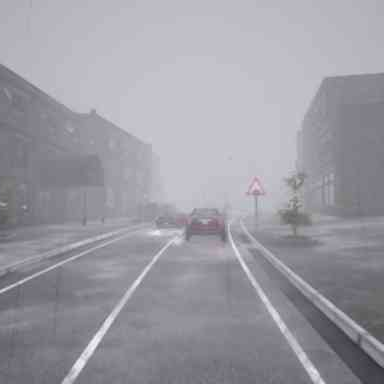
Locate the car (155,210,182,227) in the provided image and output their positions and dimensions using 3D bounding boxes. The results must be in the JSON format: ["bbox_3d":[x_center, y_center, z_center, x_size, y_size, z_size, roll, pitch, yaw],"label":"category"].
[{"bbox_3d":[-1.639,2.124,26.769,1.895,1.301,4.718,0,-3,7],"label":"car"}]

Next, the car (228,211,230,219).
[{"bbox_3d":[3.143,2.428,37.440,2.033,1.411,5.357,-1,-2,10],"label":"car"}]

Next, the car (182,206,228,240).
[{"bbox_3d":[0.832,1.640,19.027,2.097,1.767,4.553,0,-2,4],"label":"car"}]
